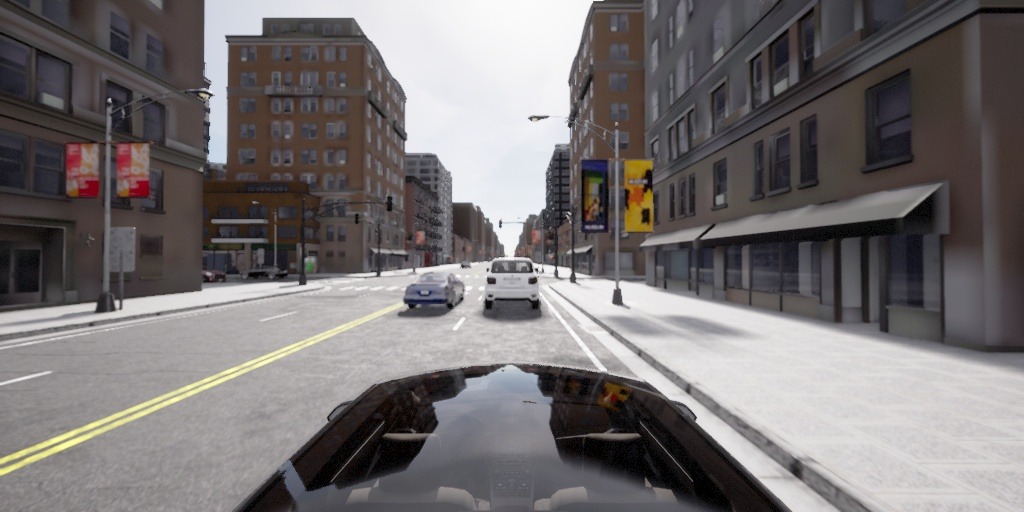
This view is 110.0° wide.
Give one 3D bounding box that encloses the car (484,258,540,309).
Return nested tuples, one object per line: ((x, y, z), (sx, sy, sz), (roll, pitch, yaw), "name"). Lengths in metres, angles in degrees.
((0.006, 1.099, 15.861), (2.150, 2.045, 5.566), (0, 0, 0), "car")

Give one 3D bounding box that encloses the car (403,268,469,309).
((-3.244, 1.429, 15.845), (2.033, 1.411, 5.357), (0, -1, 0), "car")

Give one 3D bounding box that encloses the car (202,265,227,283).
((-25.407, 1.424, 28.810), (4.097, 1.591, 1.967), (0, 0, 0), "car")

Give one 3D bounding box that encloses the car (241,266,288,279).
((-25.363, 1.656, 36.835), (4.313, 1.339, 1.948), (0, 0, 0), "car")
